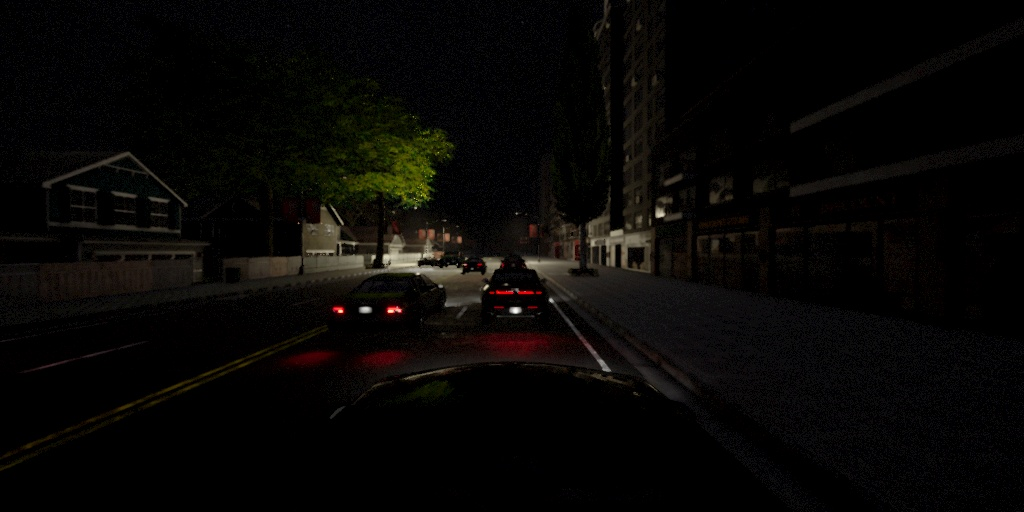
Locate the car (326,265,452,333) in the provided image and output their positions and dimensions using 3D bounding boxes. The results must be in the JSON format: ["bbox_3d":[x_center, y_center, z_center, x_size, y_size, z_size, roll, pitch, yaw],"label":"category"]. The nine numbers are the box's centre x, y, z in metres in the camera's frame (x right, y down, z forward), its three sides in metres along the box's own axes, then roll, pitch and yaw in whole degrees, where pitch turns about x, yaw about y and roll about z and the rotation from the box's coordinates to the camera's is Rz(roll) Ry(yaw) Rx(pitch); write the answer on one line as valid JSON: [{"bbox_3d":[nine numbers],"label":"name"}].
[{"bbox_3d":[-3.158,1.168,10.168,2.033,1.411,5.357,0,1,-1],"label":"car"}]

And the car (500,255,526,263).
[{"bbox_3d":[0.060,0.676,29.556,2.097,1.767,4.553,0,1,-1],"label":"car"}]

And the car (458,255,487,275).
[{"bbox_3d":[-3.197,0.824,31.096,1.812,1.442,4.674,0,0,0],"label":"car"}]

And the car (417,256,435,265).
[{"bbox_3d":[-9.907,0.710,42.954,1.895,1.301,4.718,0,1,0],"label":"car"}]

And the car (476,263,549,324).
[{"bbox_3d":[0.085,1.105,11.289,1.837,1.490,4.892,0,0,0],"label":"car"}]

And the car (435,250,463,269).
[{"bbox_3d":[-6.658,0.375,40.178,2.150,2.045,5.566,0,1,0],"label":"car"}]
